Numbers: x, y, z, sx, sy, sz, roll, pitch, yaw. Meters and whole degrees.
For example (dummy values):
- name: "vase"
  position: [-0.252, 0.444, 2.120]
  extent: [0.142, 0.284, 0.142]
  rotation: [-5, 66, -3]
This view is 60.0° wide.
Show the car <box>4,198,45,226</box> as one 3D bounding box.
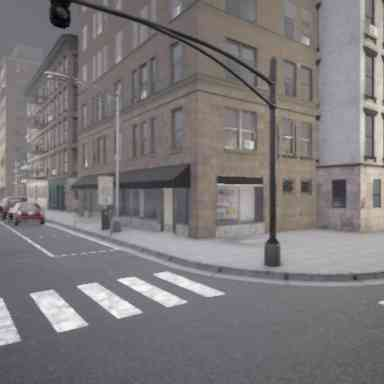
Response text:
- name: "car"
  position: [-11.786, 1.451, 23.587]
  extent: [1.967, 1.590, 4.097]
  rotation: [0, 0, -35]

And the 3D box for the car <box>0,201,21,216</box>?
- name: "car"
  position: [-18.350, 1.578, 32.815]
  extent: [1.947, 1.339, 4.313]
  rotation: [0, 0, -35]

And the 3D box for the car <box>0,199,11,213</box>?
- name: "car"
  position: [-21.729, 1.538, 37.567]
  extent: [1.752, 1.417, 4.829]
  rotation: [0, 0, -35]

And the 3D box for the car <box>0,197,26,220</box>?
- name: "car"
  position: [-15.067, 1.326, 28.201]
  extent: [2.192, 1.841, 5.009]
  rotation: [0, 0, -35]
